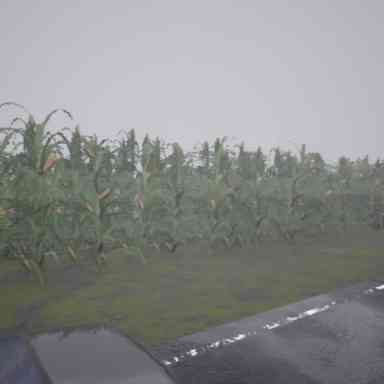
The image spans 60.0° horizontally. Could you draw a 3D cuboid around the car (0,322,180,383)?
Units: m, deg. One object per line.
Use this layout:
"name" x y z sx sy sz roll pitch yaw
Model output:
"car" -2.453 1.549 1.318 5.357 1.411 2.033 0 0 -36
